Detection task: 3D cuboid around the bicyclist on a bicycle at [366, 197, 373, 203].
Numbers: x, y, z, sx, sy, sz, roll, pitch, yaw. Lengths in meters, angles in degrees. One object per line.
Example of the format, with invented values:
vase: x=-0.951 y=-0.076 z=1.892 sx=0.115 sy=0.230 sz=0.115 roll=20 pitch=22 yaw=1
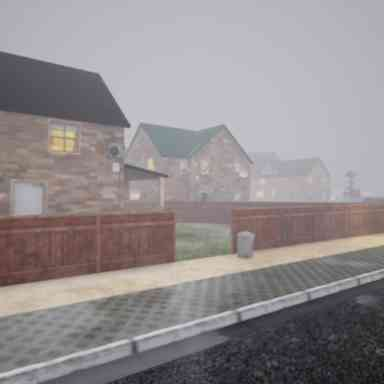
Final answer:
bicyclist on a bicycle: x=21.130 y=1.473 z=39.480 sx=1.656 sy=1.620 sz=0.582 roll=1 pitch=0 yaw=-36
